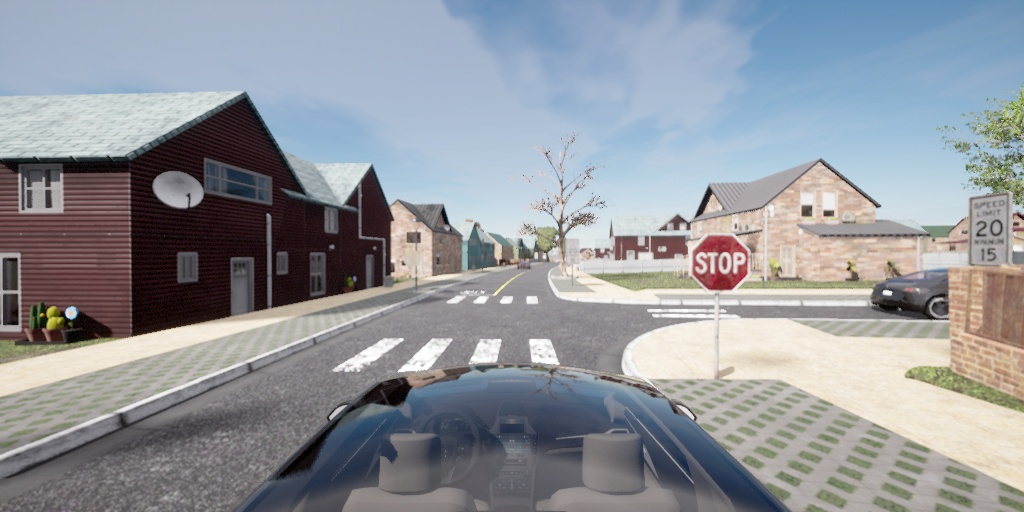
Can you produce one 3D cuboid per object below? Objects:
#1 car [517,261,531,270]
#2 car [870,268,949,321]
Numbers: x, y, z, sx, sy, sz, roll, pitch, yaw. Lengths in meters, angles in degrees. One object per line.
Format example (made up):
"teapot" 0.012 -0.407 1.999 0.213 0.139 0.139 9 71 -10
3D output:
"car" 2.052 1.496 58.923 1.994 1.385 4.181 0 0 9
"car" 13.219 1.033 10.305 4.181 1.385 1.994 -1 0 13
